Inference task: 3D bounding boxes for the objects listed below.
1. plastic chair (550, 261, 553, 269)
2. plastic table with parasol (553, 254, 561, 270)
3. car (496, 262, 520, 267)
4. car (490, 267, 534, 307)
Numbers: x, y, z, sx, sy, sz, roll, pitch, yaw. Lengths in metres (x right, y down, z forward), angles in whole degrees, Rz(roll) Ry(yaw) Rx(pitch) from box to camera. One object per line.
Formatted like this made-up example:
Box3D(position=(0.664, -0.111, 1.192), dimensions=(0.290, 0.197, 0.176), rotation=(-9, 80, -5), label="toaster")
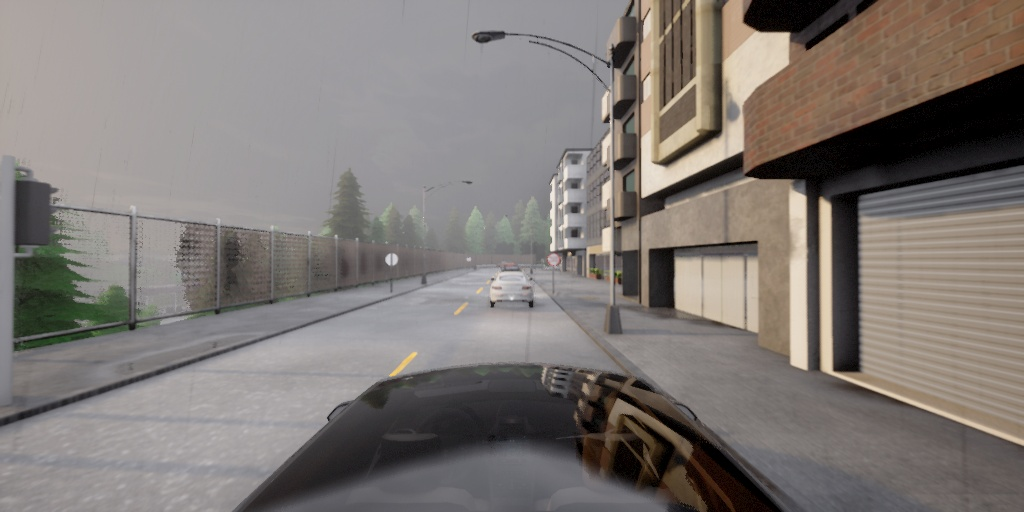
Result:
Box3D(position=(7.730, 1.879, 64.865), dimensions=(0.730, 1.272, 0.750), rotation=(0, 0, 10), label="plastic chair")
Box3D(position=(9.210, 1.273, 64.677), dimensions=(2.482, 2.480, 2.482), rotation=(0, 0, 0), label="plastic table with parasol")
Box3D(position=(-0.012, 1.522, 31.144), dimensions=(2.128, 1.511, 4.902), rotation=(0, 0, 0), label="car")
Box3D(position=(-0.004, 1.414, 16.221), dimensions=(1.812, 1.442, 4.674), rotation=(0, 0, 0), label="car")
